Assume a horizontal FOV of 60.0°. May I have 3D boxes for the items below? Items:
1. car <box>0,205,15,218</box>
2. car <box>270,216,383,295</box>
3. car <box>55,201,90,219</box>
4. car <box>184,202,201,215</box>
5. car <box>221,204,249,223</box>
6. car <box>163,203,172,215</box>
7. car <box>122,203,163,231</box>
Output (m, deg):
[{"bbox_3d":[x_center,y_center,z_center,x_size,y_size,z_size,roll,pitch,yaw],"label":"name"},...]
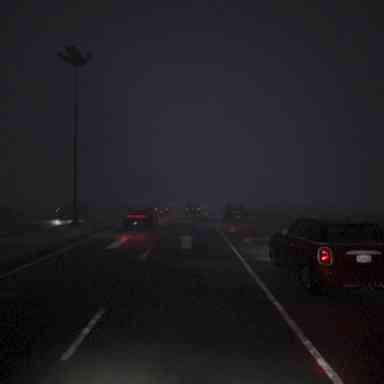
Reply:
[{"bbox_3d":[-18.530,1.887,30.862,1.895,1.301,4.718,0,-1,0],"label":"car"},{"bbox_3d":[3.599,1.437,9.090,2.097,1.767,4.553,0,-1,0],"label":"car"},{"bbox_3d":[-11.517,1.650,32.363,2.097,1.767,4.553,0,0,0],"label":"car"},{"bbox_3d":[0.095,1.898,37.991,2.033,1.411,5.357,0,-1,0],"label":"car"},{"bbox_3d":[3.596,1.753,28.292,2.128,1.511,4.902,0,-1,0],"label":"car"},{"bbox_3d":[-3.407,1.961,39.084,1.895,1.301,4.718,0,-1,0],"label":"car"},{"bbox_3d":[-3.404,1.698,22.447,2.128,1.511,4.902,0,-1,0],"label":"car"}]
